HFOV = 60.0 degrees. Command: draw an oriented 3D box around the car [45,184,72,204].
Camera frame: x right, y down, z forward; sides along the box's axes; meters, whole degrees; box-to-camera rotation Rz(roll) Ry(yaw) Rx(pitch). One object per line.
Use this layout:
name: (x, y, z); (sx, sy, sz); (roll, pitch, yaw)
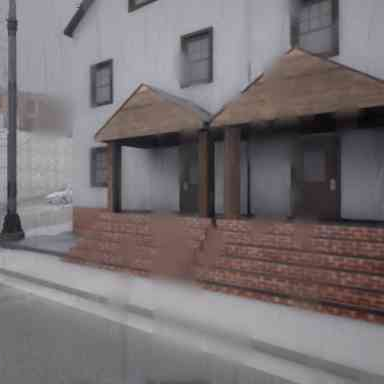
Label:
car: (-10.552, 0.035, 29.218); (1.812, 1.442, 4.674); (0, 10, 35)
